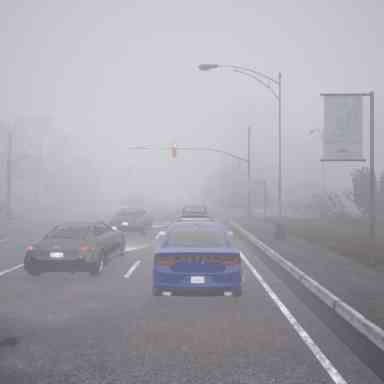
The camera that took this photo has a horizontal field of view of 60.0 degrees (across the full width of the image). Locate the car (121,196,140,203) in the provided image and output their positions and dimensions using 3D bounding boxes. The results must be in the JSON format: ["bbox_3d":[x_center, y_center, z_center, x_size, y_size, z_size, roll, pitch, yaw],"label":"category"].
[{"bbox_3d":[-10.495,1.491,55.476,2.128,1.511,4.902,0,0,0],"label":"car"}]

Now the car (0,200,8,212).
[{"bbox_3d":[-23.311,1.223,36.810,5.566,2.045,2.150,0,0,4],"label":"car"}]

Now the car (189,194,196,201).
[{"bbox_3d":[0.141,1.533,85.615,2.033,1.411,5.357,0,0,0],"label":"car"}]

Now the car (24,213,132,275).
[{"bbox_3d":[-3.393,1.564,10.423,1.994,1.385,4.181,0,0,1],"label":"car"}]

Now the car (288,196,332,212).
[{"bbox_3d":[14.077,1.478,38.341,5.008,1.535,1.882,0,0,3],"label":"car"}]

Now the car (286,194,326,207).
[{"bbox_3d":[14.791,1.221,41.826,5.566,2.045,2.150,0,0,2],"label":"car"}]

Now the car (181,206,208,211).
[{"bbox_3d":[0.129,1.491,18.148,2.128,1.511,4.902,0,0,0],"label":"car"}]

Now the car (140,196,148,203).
[{"bbox_3d":[-10.420,1.564,64.827,1.994,1.385,4.181,0,0,2],"label":"car"}]

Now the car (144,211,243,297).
[{"bbox_3d":[0.113,1.478,8.649,1.882,1.535,5.008,0,0,0],"label":"car"}]

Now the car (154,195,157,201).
[{"bbox_3d":[-10.357,1.521,86.957,1.994,1.385,4.181,0,0,0],"label":"car"}]

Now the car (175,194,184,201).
[{"bbox_3d":[-3.359,1.349,86.007,2.097,1.767,4.553,0,0,0],"label":"car"}]

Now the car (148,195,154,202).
[{"bbox_3d":[-10.377,1.524,74.880,1.812,1.442,4.674,0,0,0],"label":"car"}]

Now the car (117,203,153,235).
[{"bbox_3d":[-3.370,1.564,18.806,1.994,1.385,4.181,0,0,0],"label":"car"}]
